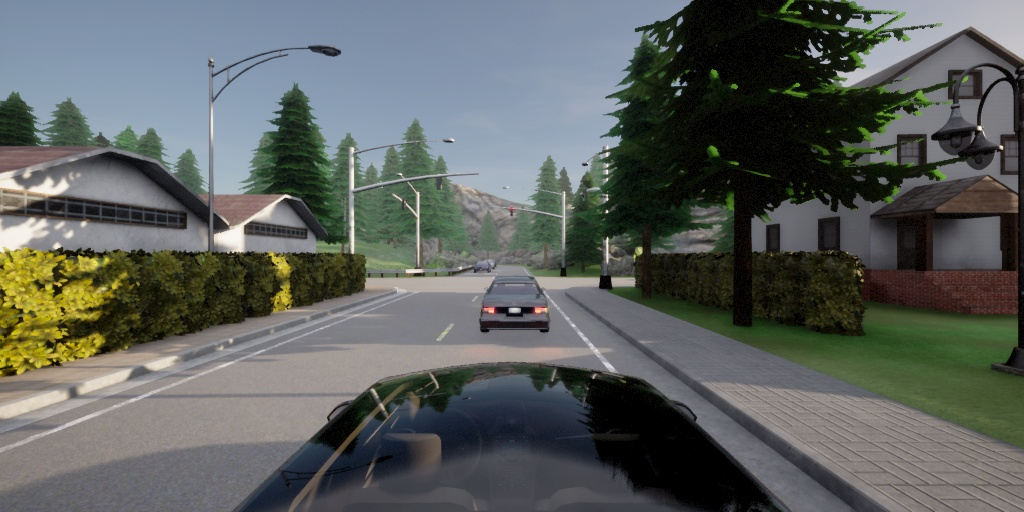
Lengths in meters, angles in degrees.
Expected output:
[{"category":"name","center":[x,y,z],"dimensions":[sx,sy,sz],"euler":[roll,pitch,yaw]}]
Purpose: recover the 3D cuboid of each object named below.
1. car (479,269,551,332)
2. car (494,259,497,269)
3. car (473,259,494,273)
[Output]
[{"category":"car","center":[0.079,1.297,10.770],"dimensions":[2.033,1.411,5.357],"euler":[0,0,0]},{"category":"car","center":[-3.546,1.276,53.707],"dimensions":[1.812,1.442,4.674],"euler":[0,0,0]},{"category":"car","center":[-3.555,1.276,43.689],"dimensions":[1.812,1.442,4.674],"euler":[0,0,0]}]
